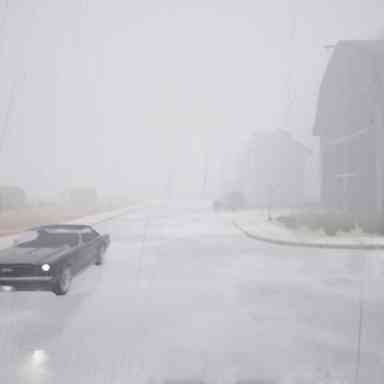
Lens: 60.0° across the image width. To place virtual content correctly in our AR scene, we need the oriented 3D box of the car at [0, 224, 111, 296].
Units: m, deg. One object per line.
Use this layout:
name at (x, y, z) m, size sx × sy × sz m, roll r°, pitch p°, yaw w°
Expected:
car at (-3.581, 1.554, 8.646) m, size 1.895 × 1.301 × 4.718 m, roll 0°, pitch 0°, yaw 0°

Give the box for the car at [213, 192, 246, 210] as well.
car at (4.162, 0.957, 37.228) m, size 1.905 × 1.878 × 3.866 m, roll -8°, pitch 4°, yaw -42°
